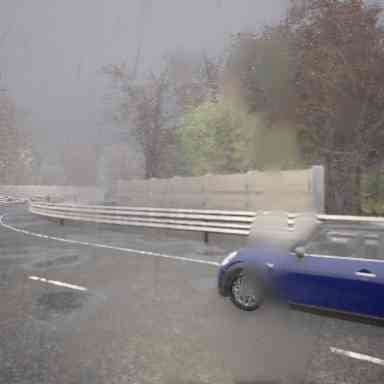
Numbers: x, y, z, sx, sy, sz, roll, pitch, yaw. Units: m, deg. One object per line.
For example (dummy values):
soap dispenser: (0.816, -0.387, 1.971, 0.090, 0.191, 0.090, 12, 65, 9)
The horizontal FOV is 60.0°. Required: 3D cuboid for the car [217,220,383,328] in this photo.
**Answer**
car: (2.716, 1.301, 6.143, 4.553, 1.767, 2.097, 0, 1, 34)
